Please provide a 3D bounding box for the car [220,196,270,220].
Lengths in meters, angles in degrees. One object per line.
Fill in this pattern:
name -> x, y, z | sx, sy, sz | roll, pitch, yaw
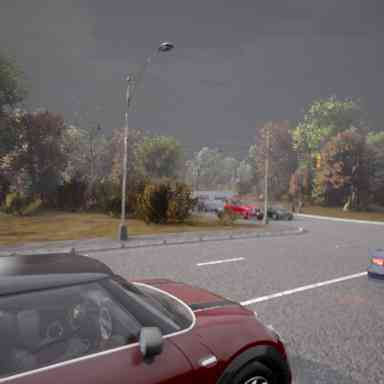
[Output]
car -> 5.534, 1.807, 35.657 | 2.150, 2.045, 5.566 | 3, -1, -22

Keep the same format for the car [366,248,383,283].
car -> 6.540, 1.661, 8.442 | 5.357, 1.411, 2.033 | 2, -1, -36

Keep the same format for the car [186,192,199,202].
car -> 0.102, 1.068, 69.441 | 2.097, 1.767, 4.553 | 2, 2, -9

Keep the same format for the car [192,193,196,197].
car -> -0.856, 1.368, 55.058 | 2.150, 2.045, 5.566 | 2, 1, -13

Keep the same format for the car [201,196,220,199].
car -> 2.680, 1.874, 55.411 | 1.994, 1.385, 4.181 | 2, 2, -13

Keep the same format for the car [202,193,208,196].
car -> 2.864, 1.039, 78.373 | 2.128, 1.511, 4.902 | 2, 2, -1

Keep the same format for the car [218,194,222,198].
car -> 7.403, 1.553, 69.251 | 1.837, 1.490, 4.892 | 2, 3, -8

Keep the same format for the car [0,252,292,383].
car -> -1.211, 1.354, 2.883 | 4.553, 1.767, 2.097 | 0, 0, -36

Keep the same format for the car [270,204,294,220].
car -> 9.035, 2.094, 36.440 | 2.097, 1.767, 4.553 | 3, -1, -23

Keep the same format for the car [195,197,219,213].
car -> 2.043, 1.959, 44.918 | 1.837, 1.490, 4.892 | 3, 0, -18

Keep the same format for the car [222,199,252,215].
car -> 5.940, 1.990, 44.413 | 2.097, 1.767, 4.553 | 3, 0, -19

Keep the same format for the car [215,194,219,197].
car -> 6.318, 1.160, 79.456 | 1.994, 1.385, 4.181 | 2, 2, -1
